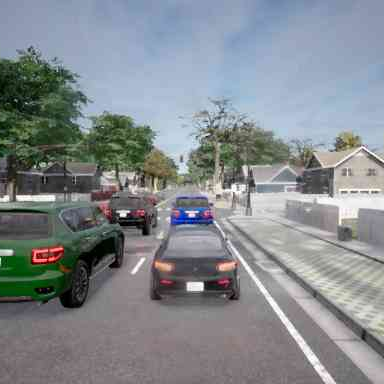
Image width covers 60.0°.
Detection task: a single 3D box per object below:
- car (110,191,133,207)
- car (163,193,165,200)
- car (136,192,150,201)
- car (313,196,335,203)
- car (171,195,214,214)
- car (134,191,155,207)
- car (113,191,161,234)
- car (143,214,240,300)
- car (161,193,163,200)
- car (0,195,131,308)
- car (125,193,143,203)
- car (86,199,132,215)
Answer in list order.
[{"bbox_3d":[-9.822,0.889,46.910,2.150,2.045,5.566,0,1,0],"label":"car"},{"bbox_3d":[-6.492,0.859,66.385,2.128,1.511,4.902,0,1,1],"label":"car"},{"bbox_3d":[-9.731,0.854,66.564,2.128,1.511,4.902,0,1,1],"label":"car"},{"bbox_3d":[13.296,1.198,34.409,4.902,1.511,2.128,0,1,-2],"label":"car"},{"bbox_3d":[0.031,1.159,18.264,2.150,2.045,5.566,0,0,1],"label":"car"},{"bbox_3d":[-6.572,0.889,46.856,2.150,2.045,5.566,0,1,0],"label":"car"},{"bbox_3d":[-3.217,1.158,18.390,2.150,2.045,5.566,0,0,1],"label":"car"},{"bbox_3d":[0.070,1.513,8.230,1.812,1.442,4.674,0,0,0],"label":"car"},{"bbox_3d":[-6.551,1.121,56.264,1.994,1.385,4.181,0,1,1],"label":"car"},{"bbox_3d":[-3.184,1.209,8.039,2.150,2.045,5.566,0,0,1],"label":"car"},{"bbox_3d":[-9.804,1.044,56.590,2.128,1.511,4.902,0,1,0],"label":"car"},{"bbox_3d":[-8.212,1.453,32.979,4.181,1.385,1.994,-1,1,-22],"label":"car"}]
